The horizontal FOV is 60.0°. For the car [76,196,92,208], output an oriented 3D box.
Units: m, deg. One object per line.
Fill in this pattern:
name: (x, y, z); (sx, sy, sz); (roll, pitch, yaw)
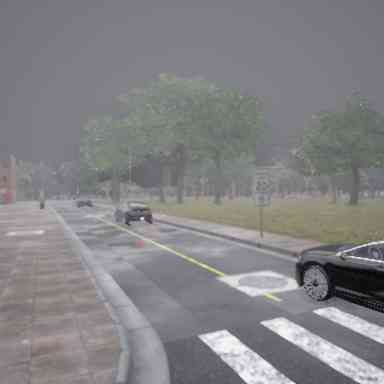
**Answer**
car: (-16.831, 1.454, 51.656); (2.097, 1.767, 4.553); (-1, 0, -24)

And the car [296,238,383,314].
car: (3.910, 1.459, 5.742); (2.128, 1.511, 4.902); (-1, 1, -24)

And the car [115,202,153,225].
car: (-4.229, 1.471, 23.750); (1.837, 1.490, 4.892); (-1, 0, -24)
